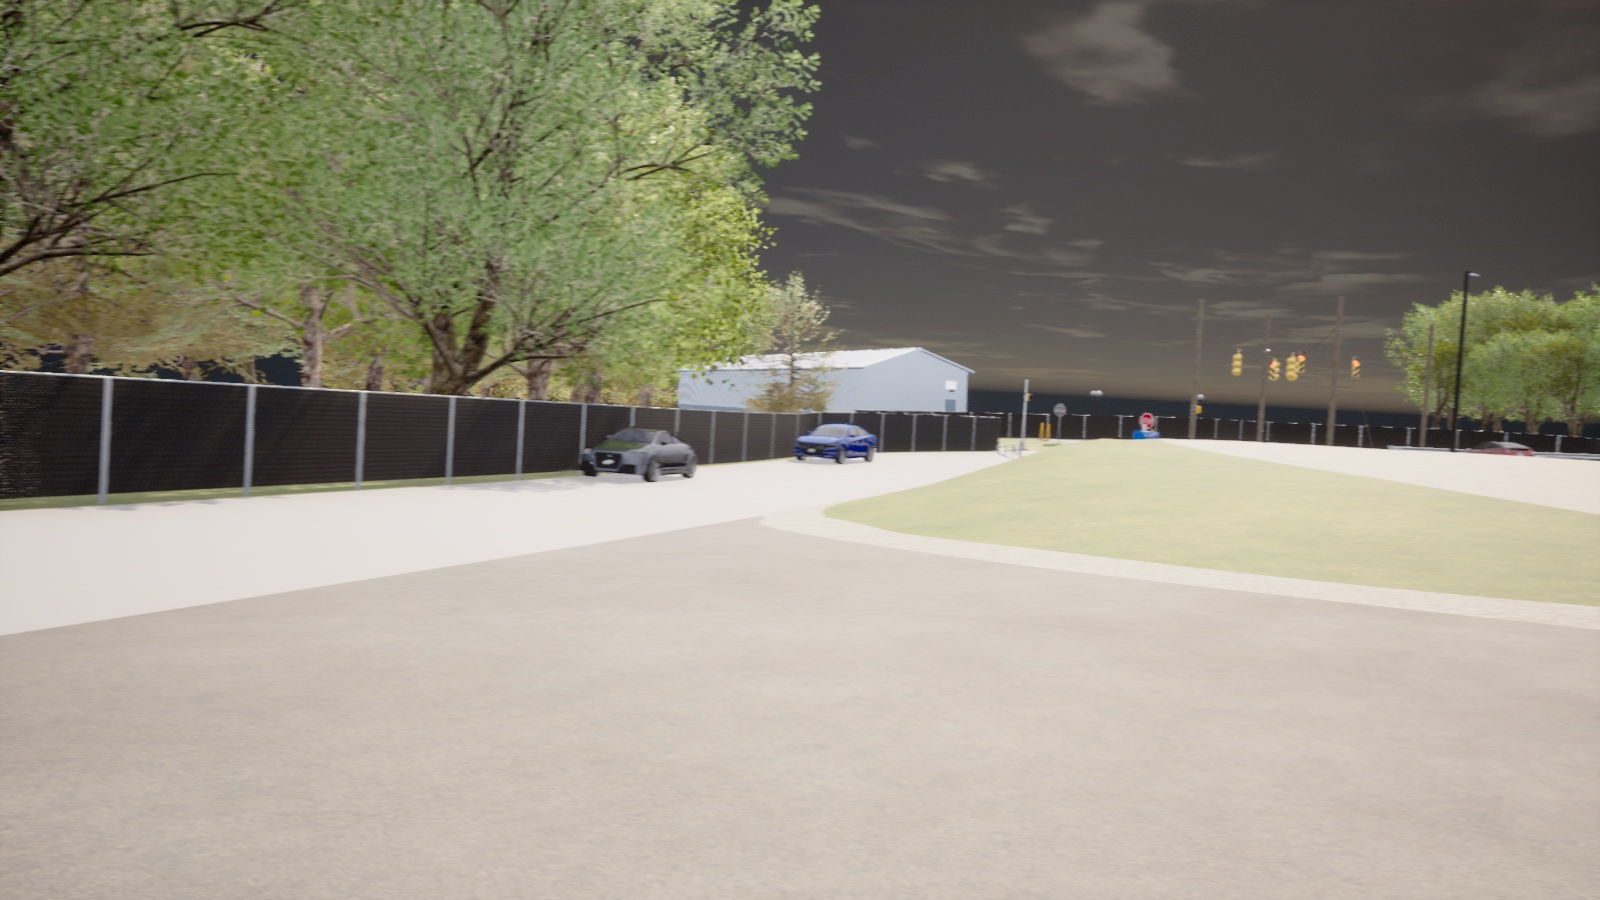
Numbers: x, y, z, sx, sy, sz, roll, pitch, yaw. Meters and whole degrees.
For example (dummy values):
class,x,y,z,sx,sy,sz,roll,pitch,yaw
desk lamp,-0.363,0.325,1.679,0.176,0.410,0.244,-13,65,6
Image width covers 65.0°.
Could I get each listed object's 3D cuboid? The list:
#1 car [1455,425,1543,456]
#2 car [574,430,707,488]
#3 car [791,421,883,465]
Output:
class,x,y,z,sx,sy,sz,roll,pitch,yaw
car,37.281,-0.512,67.109,2.007,1.525,4.514,2,0,-3
car,-4.342,0.200,34.845,1.994,1.385,4.181,3,2,18
car,1.541,-0.326,50.121,1.882,1.535,5.008,3,3,24
